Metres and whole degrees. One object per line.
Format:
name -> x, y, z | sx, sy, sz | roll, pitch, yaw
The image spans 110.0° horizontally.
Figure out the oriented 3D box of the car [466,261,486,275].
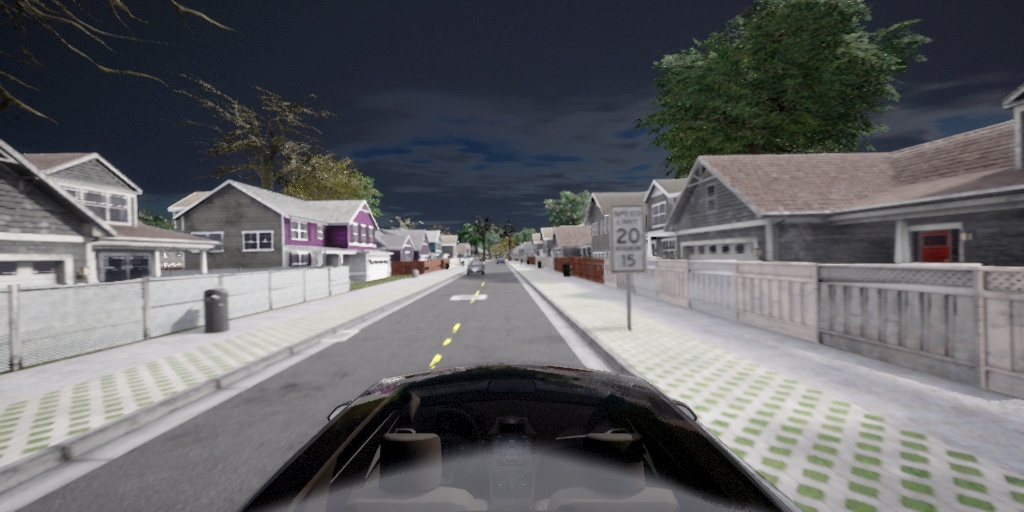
car -> -3.938, 1.310, 39.945 | 2.128, 1.511, 4.902 | -1, 0, -2
